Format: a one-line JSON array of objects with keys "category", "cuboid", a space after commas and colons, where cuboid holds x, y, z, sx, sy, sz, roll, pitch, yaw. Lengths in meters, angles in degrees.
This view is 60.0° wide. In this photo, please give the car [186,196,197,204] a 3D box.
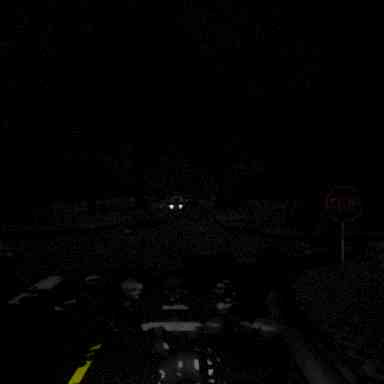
[{"category": "car", "cuboid": [-0.051, 1.594, 66.396, 2.128, 1.511, 4.902, 0, 0, 0]}]

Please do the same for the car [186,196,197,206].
[{"category": "car", "cuboid": [-0.042, 1.522, 55.976, 2.128, 1.511, 4.902, 0, 0, 0]}]

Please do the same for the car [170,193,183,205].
[{"category": "car", "cuboid": [-2.798, 1.287, 61.363, 2.150, 2.045, 5.566, 0, 0, 0]}]
